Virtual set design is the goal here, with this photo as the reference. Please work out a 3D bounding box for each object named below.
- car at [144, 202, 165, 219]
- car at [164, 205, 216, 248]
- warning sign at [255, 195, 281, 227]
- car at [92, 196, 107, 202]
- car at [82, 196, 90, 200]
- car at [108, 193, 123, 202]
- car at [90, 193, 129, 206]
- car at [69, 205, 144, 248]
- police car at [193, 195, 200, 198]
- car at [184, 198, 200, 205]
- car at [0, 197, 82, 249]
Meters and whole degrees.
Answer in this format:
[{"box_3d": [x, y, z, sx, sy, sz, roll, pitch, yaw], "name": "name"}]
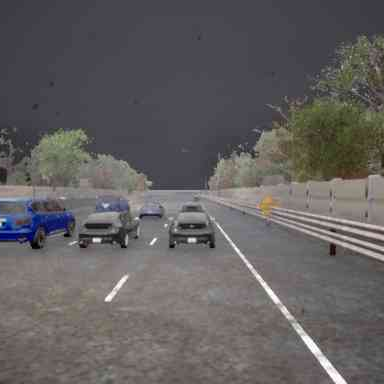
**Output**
[{"box_3d": [-3.500, 1.590, 29.650, 1.994, 1.385, 4.181, 0, 0, 0], "name": "car"}, {"box_3d": [0.000, 1.520, 14.650, 1.837, 1.490, 4.892, 0, 0, 0], "name": "car"}, {"box_3d": [4.549, 1.121, 19.907, 1.300, 1.860, 1.060, 0, 0, 0], "name": "warning sign"}, {"box_3d": [-21.000, 1.602, 75.958, 2.033, 1.411, 5.357, 0, 0, 0], "name": "car"}, {"box_3d": [-24.500, 1.658, 75.928, 1.895, 1.301, 4.718, 0, 0, 0], "name": "car"}, {"box_3d": [-17.499, 1.288, 75.929, 2.150, 2.045, 5.566, 0, 0, 0], "name": "car"}, {"box_3d": [-7.000, 1.275, 29.681, 2.150, 2.045, 5.566, 0, 0, 0], "name": "car"}, {"box_3d": [-3.500, 1.520, 14.650, 1.837, 1.490, 4.892, 0, 0, 0], "name": "car"}, {"box_3d": [1.225, 1.573, 90.016, 1.930, 1.638, 5.238, 0, 0, 0], "name": "police car"}, {"box_3d": [0.000, 1.534, 29.650, 1.837, 1.490, 4.892, 0, 0, 0], "name": "car"}, {"box_3d": [-7.000, 1.261, 14.680, 2.150, 2.045, 5.566, 0, 0, 0], "name": "car"}]
